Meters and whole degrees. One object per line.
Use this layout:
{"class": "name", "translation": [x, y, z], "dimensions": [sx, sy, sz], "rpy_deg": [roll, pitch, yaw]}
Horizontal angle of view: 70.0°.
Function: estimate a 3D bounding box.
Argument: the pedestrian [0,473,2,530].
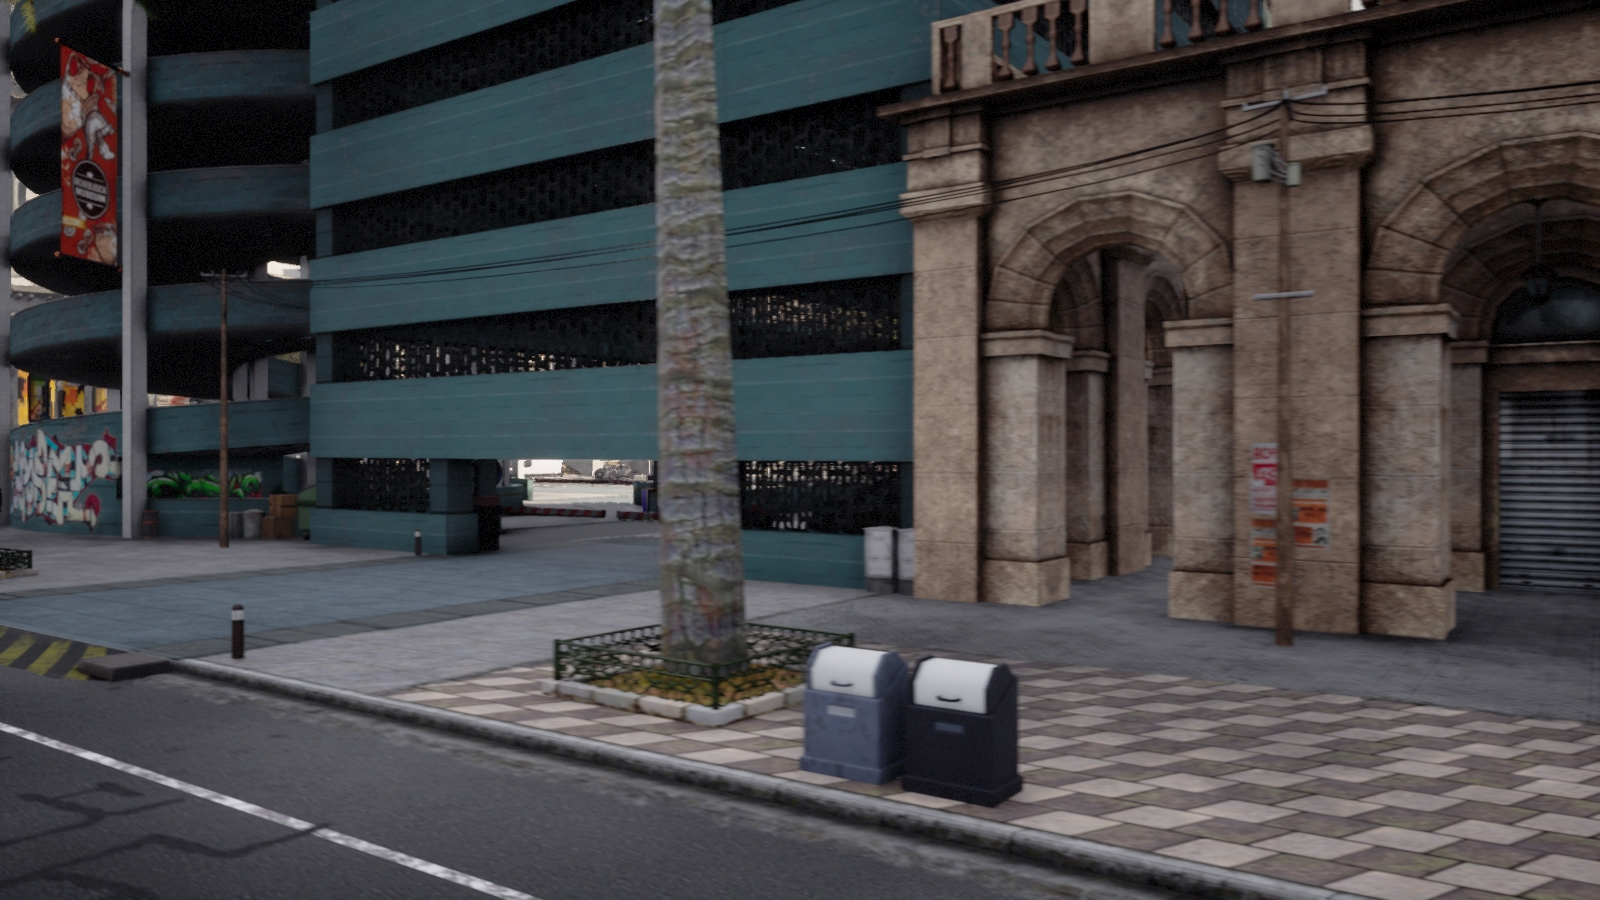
{"class": "pedestrian", "translation": [-26.394, 1.696, 37.392], "dimensions": [0.375, 1.860, 0.375], "rpy_deg": [0, 0, 36]}
